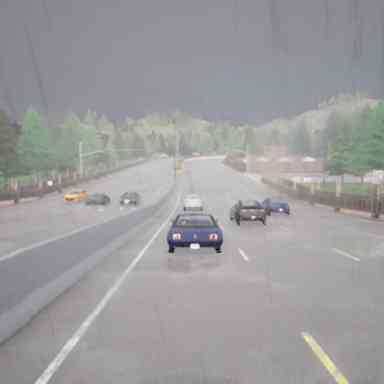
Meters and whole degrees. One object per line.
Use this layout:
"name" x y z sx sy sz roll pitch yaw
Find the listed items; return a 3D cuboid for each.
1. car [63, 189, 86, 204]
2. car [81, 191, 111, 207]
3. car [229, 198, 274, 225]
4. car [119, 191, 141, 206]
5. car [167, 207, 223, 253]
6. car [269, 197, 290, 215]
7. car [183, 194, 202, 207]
"car" -14.013 0.459 40.584 1.882 1.535 5.008 0 4 0
"car" -10.455 0.804 37.165 1.994 1.385 4.181 0 4 -1
"car" 3.605 1.277 21.983 2.128 1.511 4.902 0 1 0
"car" -6.964 0.694 37.695 2.128 1.511 4.902 0 4 -1
"car" 0.103 1.473 13.102 1.895 1.301 4.718 0 1 0
"car" 7.106 1.181 28.864 1.812 1.442 4.674 0 2 0
"car" 0.108 0.966 33.864 1.812 1.442 4.674 0 3 0
